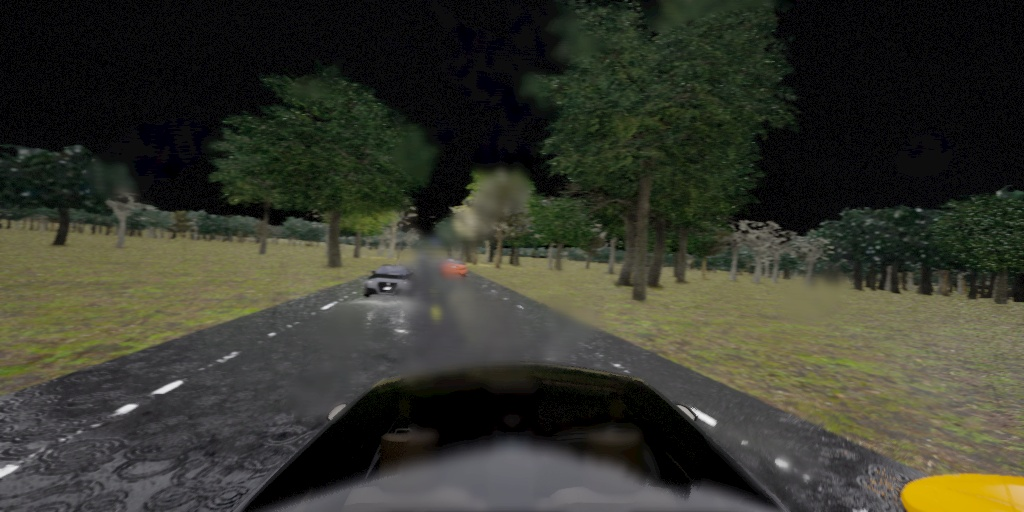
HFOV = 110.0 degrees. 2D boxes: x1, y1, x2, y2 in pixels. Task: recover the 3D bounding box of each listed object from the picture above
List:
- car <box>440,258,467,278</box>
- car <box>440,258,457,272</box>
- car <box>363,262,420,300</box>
[{"bbox_3d":[-5.351,1.015,33.076,2.097,1.767,4.553,4,-1,-12],"label":"car"},{"bbox_3d":[-7.912,1.062,44.348,1.882,1.535,5.008,4,0,-12],"label":"car"},{"bbox_3d":[-5.320,1.081,16.114,1.994,1.385,4.181,4,-1,-13],"label":"car"}]
